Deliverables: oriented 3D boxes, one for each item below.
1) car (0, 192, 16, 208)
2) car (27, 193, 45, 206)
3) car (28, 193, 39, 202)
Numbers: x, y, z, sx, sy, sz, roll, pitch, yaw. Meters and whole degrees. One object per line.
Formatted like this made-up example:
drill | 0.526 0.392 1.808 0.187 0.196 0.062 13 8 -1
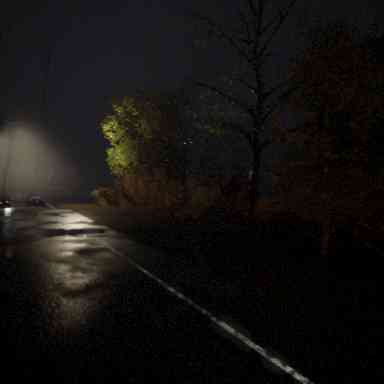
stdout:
car | -22.279 1.024 39.296 1.837 1.490 4.892 1 -1 -26
car | -20.702 1.129 44.322 1.994 1.385 4.181 1 0 -27
car | -28.662 0.923 60.038 1.812 1.442 4.674 1 0 -26
